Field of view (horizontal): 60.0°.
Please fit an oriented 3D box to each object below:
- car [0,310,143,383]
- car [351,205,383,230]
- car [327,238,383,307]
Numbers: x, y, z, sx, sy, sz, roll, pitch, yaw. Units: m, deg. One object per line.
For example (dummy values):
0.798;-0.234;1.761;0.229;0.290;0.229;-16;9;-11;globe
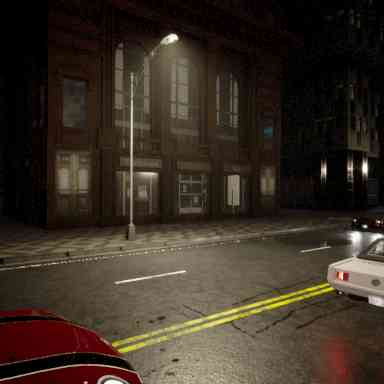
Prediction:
-2.424;1.352;1.711;4.553;1.767;2.097;0;0;-36;car
11.826;1.527;20.115;5.357;1.411;2.033;0;0;-36;car
5.010;1.597;7.014;4.718;1.301;1.895;0;0;-35;car
